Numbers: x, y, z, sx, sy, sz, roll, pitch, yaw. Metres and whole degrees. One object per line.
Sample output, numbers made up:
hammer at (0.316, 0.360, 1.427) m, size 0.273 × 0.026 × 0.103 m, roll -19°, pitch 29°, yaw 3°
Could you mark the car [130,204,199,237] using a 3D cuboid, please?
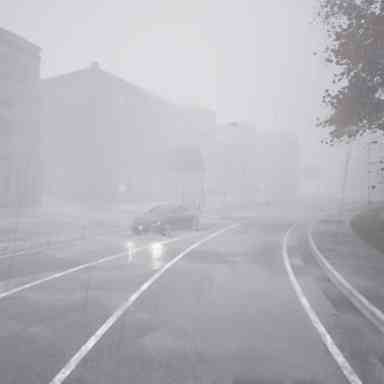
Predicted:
car at (-1.283, 1.409, 17.637) m, size 1.837 × 1.490 × 4.892 m, roll 0°, pitch 0°, yaw 27°
